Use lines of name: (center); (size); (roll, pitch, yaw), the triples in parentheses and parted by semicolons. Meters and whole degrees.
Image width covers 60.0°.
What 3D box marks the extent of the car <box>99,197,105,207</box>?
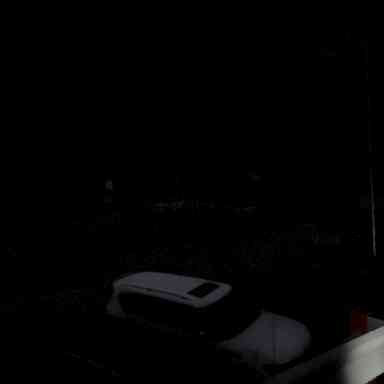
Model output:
car: (-14.721, 2.053, 63.553); (2.002, 1.452, 4.674); (-2, 4, 36)

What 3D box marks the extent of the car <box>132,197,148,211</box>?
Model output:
car: (-6.215, 2.020, 51.251); (1.946, 1.575, 5.366); (-2, 4, 36)

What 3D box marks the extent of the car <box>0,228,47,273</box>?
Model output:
car: (-11.888, 3.570, 20.446); (5.566, 2.045, 2.435); (-3, 2, 35)

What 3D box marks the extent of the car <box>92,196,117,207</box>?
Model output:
car: (-18.058, 1.875, 68.552); (2.185, 1.767, 4.553); (-2, 4, 36)

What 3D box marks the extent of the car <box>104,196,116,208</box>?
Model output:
car: (-13.080, 1.895, 61.031); (2.185, 1.767, 4.553); (-2, 4, 36)

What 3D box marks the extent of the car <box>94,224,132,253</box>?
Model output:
car: (-7.062, 3.378, 23.891); (4.792, 1.488, 2.163); (-3, 2, 34)

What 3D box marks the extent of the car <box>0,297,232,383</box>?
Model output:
car: (-2.292, 3.592, 6.521); (5.566, 2.045, 2.435); (-1, 4, 34)

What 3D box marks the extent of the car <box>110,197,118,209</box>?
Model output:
car: (-11.359, 2.022, 58.569); (2.097, 1.535, 5.008); (-2, 4, 36)

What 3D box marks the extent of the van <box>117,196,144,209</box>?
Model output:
van: (-9.769, 1.814, 55.968); (1.878, 1.987, 4.442); (-2, 4, 36)

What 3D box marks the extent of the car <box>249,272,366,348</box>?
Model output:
car: (2.685, 3.388, 10.026); (4.792, 1.488, 2.163); (-1, 4, 35)

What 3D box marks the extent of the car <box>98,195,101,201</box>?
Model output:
car: (-16.384, 1.880, 66.060); (2.185, 1.767, 4.553); (-2, 4, 36)

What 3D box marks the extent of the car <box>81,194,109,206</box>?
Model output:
car: (-21.425, 1.745, 73.534); (2.435, 2.045, 5.566); (-3, 4, 36)

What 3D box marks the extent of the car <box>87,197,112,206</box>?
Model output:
car: (-19.732, 2.027, 71.058); (2.163, 1.488, 4.792); (-3, 4, 36)

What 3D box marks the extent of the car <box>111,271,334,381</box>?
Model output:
car: (0.215, 3.349, 8.259); (5.566, 2.045, 2.435); (-1, 4, 35)

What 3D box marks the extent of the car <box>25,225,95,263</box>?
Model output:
car: (-9.485, 3.334, 22.158); (5.566, 2.045, 2.435); (-3, 2, 35)

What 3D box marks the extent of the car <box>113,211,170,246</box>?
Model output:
car: (-4.736, 2.866, 25.600); (5.566, 2.045, 2.435); (-3, 3, 35)

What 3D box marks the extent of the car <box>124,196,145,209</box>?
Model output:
car: (-8.009, 2.074, 53.589); (2.002, 1.452, 4.674); (-2, 4, 36)

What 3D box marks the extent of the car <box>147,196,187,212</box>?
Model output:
car: (-2.977, 1.801, 46.085); (2.435, 2.045, 5.566); (-2, 4, 36)
